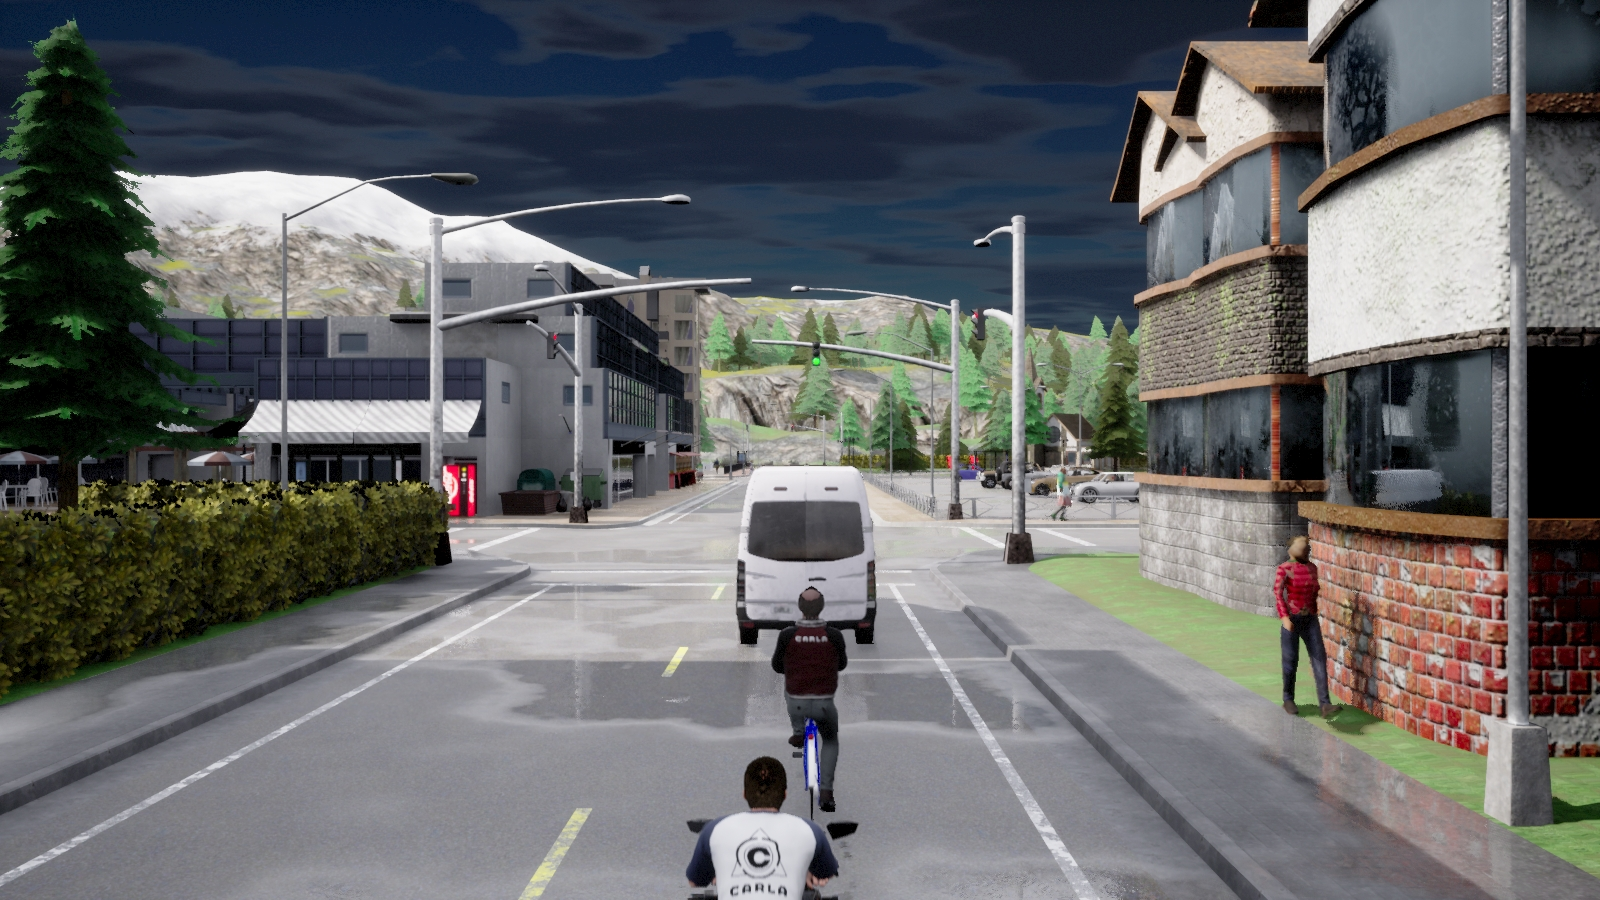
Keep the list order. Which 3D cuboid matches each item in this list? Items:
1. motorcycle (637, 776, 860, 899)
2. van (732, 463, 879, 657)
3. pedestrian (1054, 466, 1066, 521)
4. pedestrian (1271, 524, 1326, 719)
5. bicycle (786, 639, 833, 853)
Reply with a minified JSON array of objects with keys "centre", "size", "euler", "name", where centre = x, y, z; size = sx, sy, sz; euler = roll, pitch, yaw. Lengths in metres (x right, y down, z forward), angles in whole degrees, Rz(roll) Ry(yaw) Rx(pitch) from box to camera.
[{"centre":[-0.167,2.193,4.655],"size":[0.803,1.145,2.033],"euler":[0,0,2],"name":"motorcycle"},{"centre":[0.106,1.515,18.361],"size":[1.988,2.561,5.915],"euler":[0,0,1],"name":"van"},{"centre":[9.003,1.500,39.567],"size":[0.375,1.860,0.375],"euler":[0,0,10],"name":"pedestrian"},{"centre":[4.916,1.677,11.279],"size":[0.375,1.860,0.375],"euler":[0,0,0],"name":"pedestrian"},{"centre":[0.068,2.191,8.784],"size":[0.329,1.171,1.835],"euler":[0,0,0],"name":"bicycle"}]
